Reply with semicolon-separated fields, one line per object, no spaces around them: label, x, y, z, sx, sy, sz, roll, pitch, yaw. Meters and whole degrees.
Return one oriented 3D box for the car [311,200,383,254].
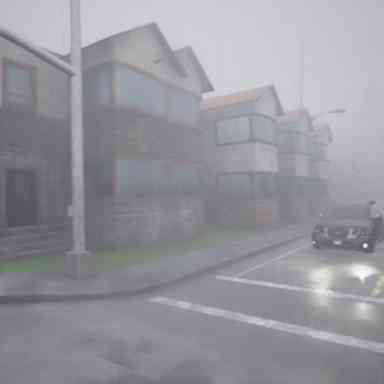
car;6.988;1.453;14.637;2.150;2.045;5.566;-2;1;35
